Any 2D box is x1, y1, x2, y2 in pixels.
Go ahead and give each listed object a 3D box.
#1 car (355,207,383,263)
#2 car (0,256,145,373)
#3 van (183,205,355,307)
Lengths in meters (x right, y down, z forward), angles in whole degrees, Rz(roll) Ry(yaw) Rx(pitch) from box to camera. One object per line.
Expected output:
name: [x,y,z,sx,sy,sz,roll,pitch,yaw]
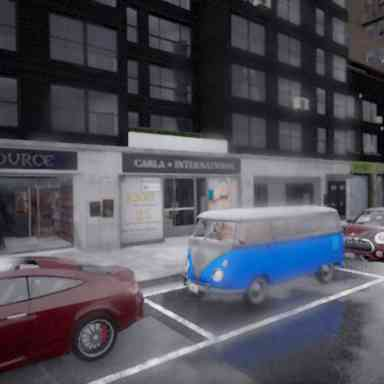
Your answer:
car: [6.105,1.236,10.644,4.097,1.590,1.967,-1,1,-36]
car: [-2.656,1.576,4.293,4.206,1.307,1.802,-1,1,-36]
van: [1.721,1.236,7.467,3.998,1.788,1.690,-1,1,-36]
